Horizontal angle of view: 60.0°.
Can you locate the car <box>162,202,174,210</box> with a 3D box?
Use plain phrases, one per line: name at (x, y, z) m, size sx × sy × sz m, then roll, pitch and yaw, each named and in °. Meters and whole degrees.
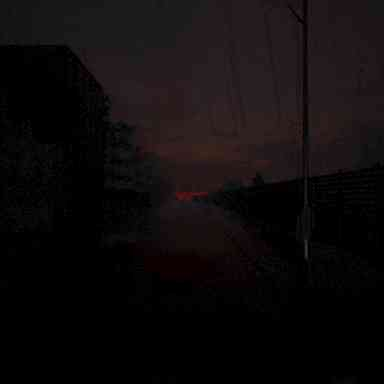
car at (-4.062, 2.394, 56.713) m, size 1.895 × 1.301 × 4.718 m, roll 0°, pitch -1°, yaw 1°
